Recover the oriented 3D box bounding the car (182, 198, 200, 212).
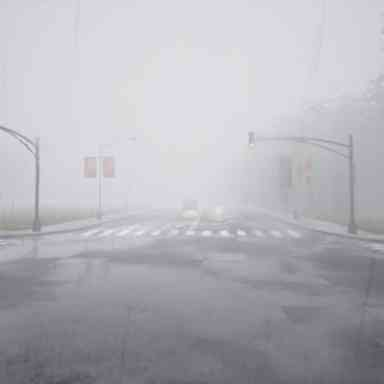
[{"bbox_3d":[-0.279,2.024,50.070,2.150,2.045,5.566,0,1,3],"label":"car"}]
